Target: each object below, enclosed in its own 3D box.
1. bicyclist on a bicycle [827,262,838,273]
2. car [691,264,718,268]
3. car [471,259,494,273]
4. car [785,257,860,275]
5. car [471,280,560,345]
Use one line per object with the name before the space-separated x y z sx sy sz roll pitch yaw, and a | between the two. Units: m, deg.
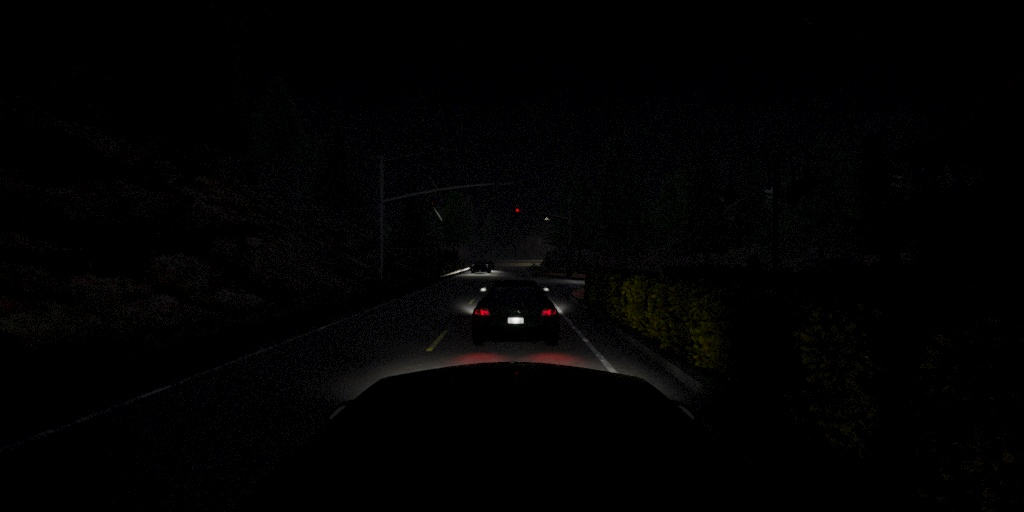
bicyclist on a bicycle | 19.818 1.212 22.084 0.582 1.620 1.656 0 0 0
car | 15.489 1.403 29.554 4.902 1.511 2.128 0 0 0
car | -3.617 1.100 42.752 2.097 1.767 4.553 0 0 0
car | 25.559 1.133 29.507 5.566 2.045 2.150 0 0 1
car | 0.076 1.314 9.471 1.994 1.385 4.181 0 0 0
